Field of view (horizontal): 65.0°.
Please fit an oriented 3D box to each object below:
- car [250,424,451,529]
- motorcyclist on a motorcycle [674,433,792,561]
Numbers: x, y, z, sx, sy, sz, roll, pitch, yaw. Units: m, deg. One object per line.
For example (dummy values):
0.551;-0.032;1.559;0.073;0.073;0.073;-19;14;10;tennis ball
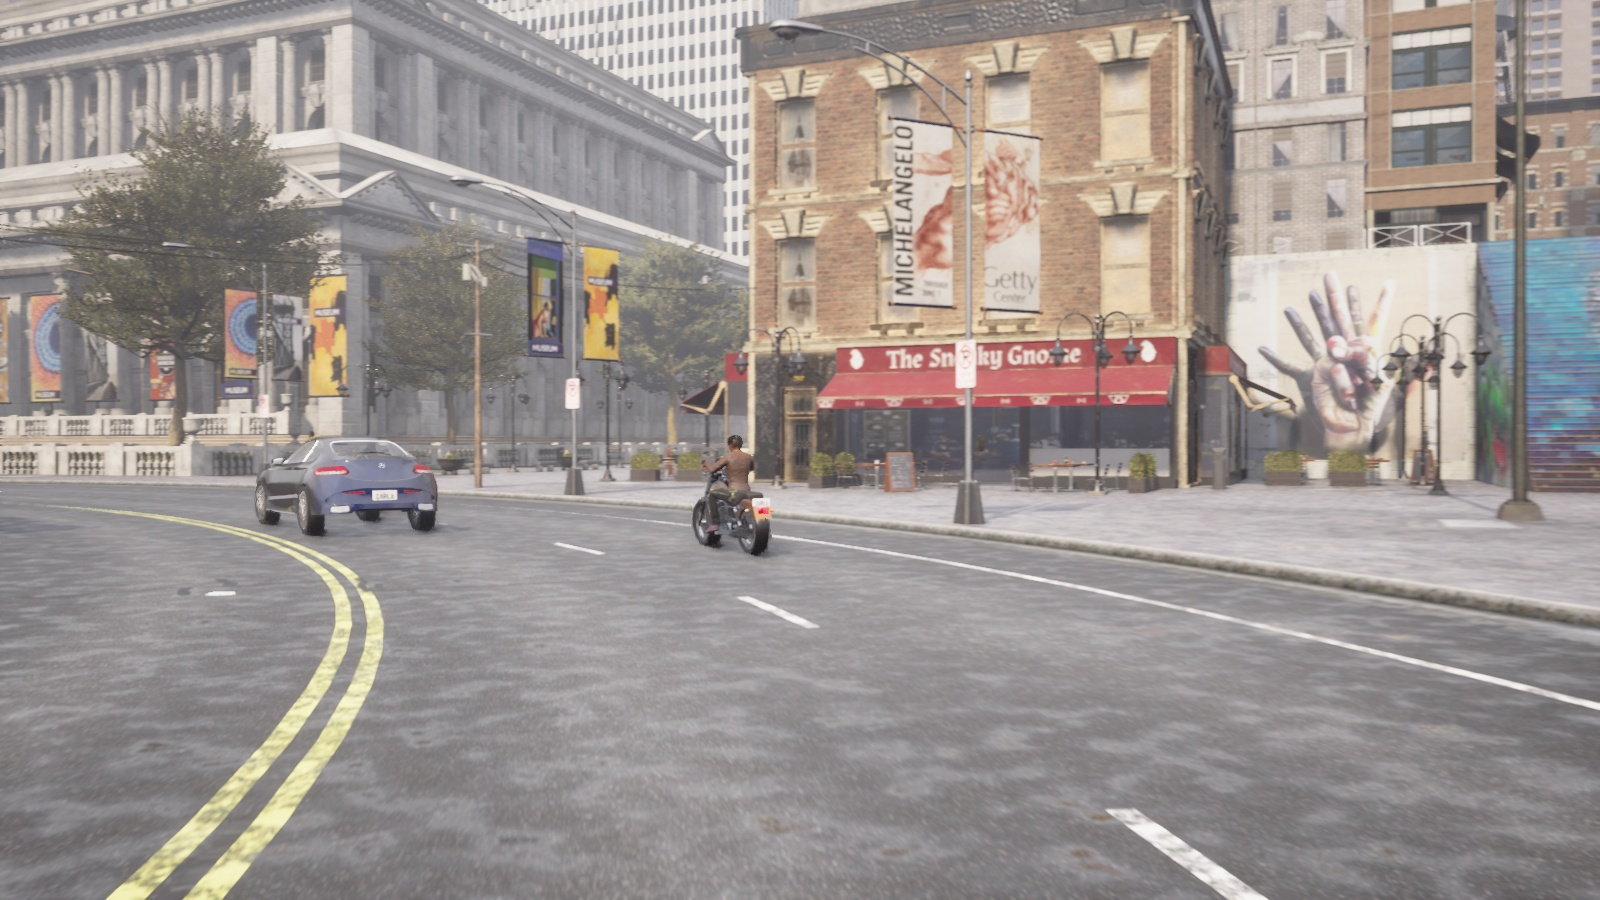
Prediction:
-8.098;0.403;22.302;2.152;1.651;5.027;0;0;-34;car
-0.964;0.599;17.322;0.766;1.649;2.350;0;0;-26;motorcyclist on a motorcycle
